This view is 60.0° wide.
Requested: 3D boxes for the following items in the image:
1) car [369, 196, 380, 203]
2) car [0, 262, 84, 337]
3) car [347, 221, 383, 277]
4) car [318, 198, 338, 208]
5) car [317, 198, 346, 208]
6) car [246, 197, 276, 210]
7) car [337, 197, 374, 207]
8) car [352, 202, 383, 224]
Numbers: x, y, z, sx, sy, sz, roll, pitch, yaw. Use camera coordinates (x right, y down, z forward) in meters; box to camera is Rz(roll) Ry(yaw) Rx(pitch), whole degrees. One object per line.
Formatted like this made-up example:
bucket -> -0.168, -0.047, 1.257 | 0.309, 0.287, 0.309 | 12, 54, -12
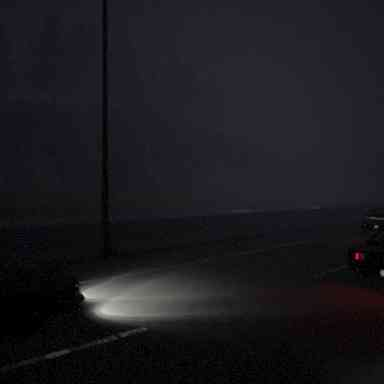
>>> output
car -> 38.907, 1.605, 71.589 | 4.892, 1.490, 1.837 | 0, 0, -42
car -> -4.515, 1.583, 4.975 | 5.357, 1.411, 2.033 | 0, 0, -36
car -> 6.219, 1.612, 9.180 | 4.718, 1.301, 1.895 | 0, 0, -41
car -> 18.497, 1.612, 43.911 | 4.674, 1.442, 1.812 | 0, 0, -42
car -> 21.667, 1.648, 51.440 | 5.357, 1.411, 2.033 | 0, 0, -41
car -> 9.355, 1.474, 45.103 | 4.553, 1.767, 2.097 | 0, 0, -42
car -> 20.041, 1.670, 40.597 | 4.718, 1.301, 1.895 | 0, 0, -42
car -> 10.901, 1.516, 18.018 | 4.902, 1.511, 2.128 | 0, 0, -42
